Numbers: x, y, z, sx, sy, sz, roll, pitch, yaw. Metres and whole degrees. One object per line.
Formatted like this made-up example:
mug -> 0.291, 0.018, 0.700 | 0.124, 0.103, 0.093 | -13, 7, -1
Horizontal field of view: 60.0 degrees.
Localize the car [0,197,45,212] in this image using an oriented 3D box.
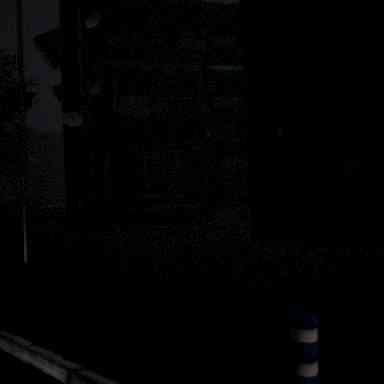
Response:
car -> -18.568, 1.274, 35.513 | 2.033, 1.411, 5.357 | -3, 1, 28
